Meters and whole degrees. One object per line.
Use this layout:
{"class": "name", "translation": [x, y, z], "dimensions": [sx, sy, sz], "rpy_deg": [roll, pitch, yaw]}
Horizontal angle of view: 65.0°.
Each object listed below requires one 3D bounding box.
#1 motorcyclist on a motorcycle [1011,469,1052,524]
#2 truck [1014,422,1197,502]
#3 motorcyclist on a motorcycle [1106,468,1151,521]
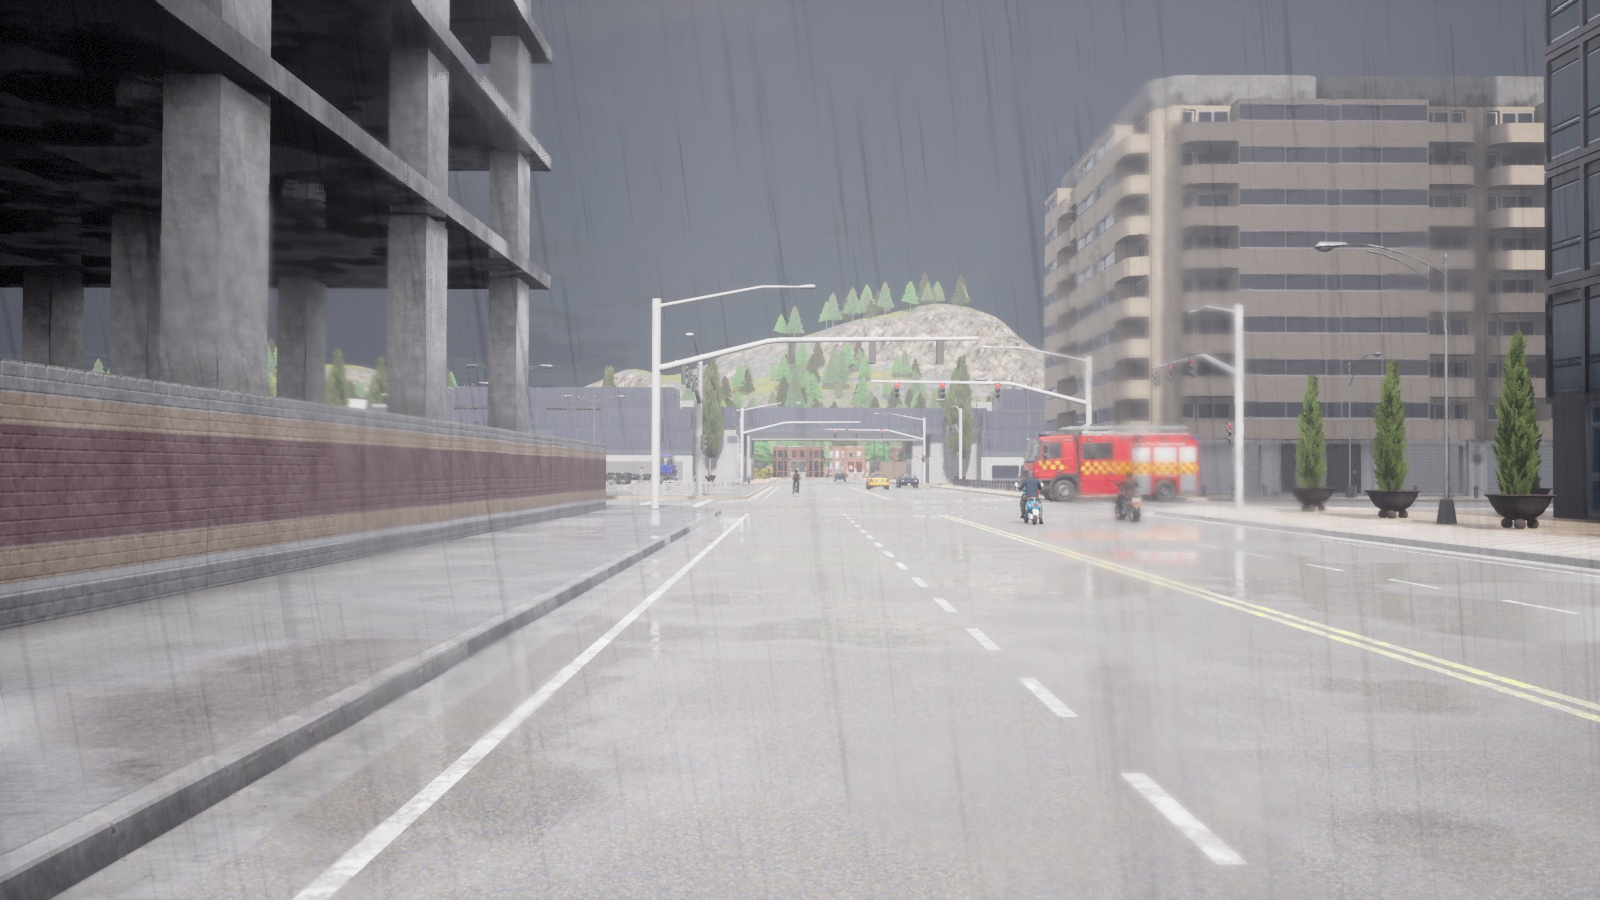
{"class": "motorcyclist on a motorcycle", "translation": [6.898, 1.369, 37.519], "dimensions": [0.866, 1.590, 1.817], "rpy_deg": [0, -1, 0]}
{"class": "truck", "translation": [15.354, 0.616, 63.566], "dimensions": [8.468, 3.827, 2.891], "rpy_deg": [-1, -1, -1]}
{"class": "motorcyclist on a motorcycle", "translation": [10.392, 1.390, 39.816], "dimensions": [0.766, 1.649, 2.350], "rpy_deg": [0, -1, 0]}
